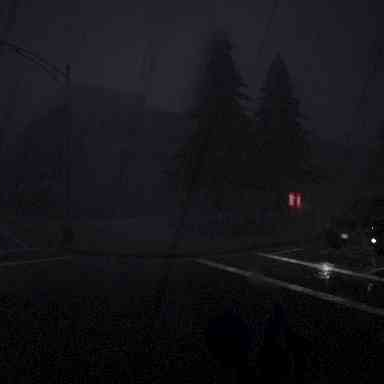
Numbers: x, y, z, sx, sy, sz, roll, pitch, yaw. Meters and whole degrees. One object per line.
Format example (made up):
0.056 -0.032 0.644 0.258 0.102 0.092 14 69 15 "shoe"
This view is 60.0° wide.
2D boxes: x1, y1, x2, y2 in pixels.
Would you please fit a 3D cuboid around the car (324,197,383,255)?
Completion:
7.762 1.248 13.710 5.566 2.045 2.150 0 0 -36 "car"
